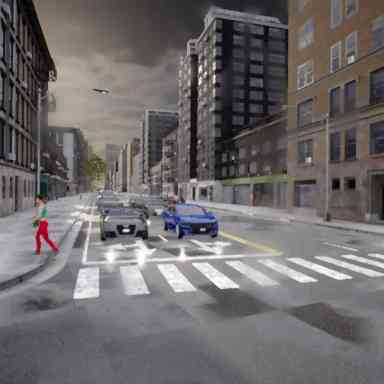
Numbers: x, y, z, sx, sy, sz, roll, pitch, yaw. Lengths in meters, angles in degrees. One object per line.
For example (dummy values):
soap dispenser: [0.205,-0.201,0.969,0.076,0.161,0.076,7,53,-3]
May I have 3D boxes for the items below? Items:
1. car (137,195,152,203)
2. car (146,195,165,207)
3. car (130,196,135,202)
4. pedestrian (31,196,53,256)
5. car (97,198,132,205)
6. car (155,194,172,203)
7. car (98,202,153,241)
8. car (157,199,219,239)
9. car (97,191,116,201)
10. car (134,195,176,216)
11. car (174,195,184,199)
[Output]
car: [-8.093,1.158,56.319,1.895,1.301,4.718,1,0,-16]
car: [-5.178,1.153,46.356,1.837,1.490,4.892,1,0,-16]
car: [-5.879,1.198,36.521,1.837,1.490,4.892,1,0,-16]
pedestrian: [-4.492,0.979,9.953,0.375,1.860,0.375,1,0,-16]
car: [-5.679,1.359,24.014,1.895,1.301,4.718,1,0,-16]
car: [-4.961,1.137,57.187,2.033,1.411,5.357,1,0,-16]
car: [-3.262,1.390,15.589,1.994,1.385,4.181,1,0,-16]
car: [-0.220,1.334,16.785,1.882,1.535,5.008,1,0,-16]
car: [-8.436,1.030,33.654,2.097,1.767,4.553,1,0,-16]
car: [-3.055,1.268,26.648,2.128,1.511,4.902,1,0,-16]
car: [-2.143,1.204,47.525,1.812,1.442,4.674,1,0,-15]
